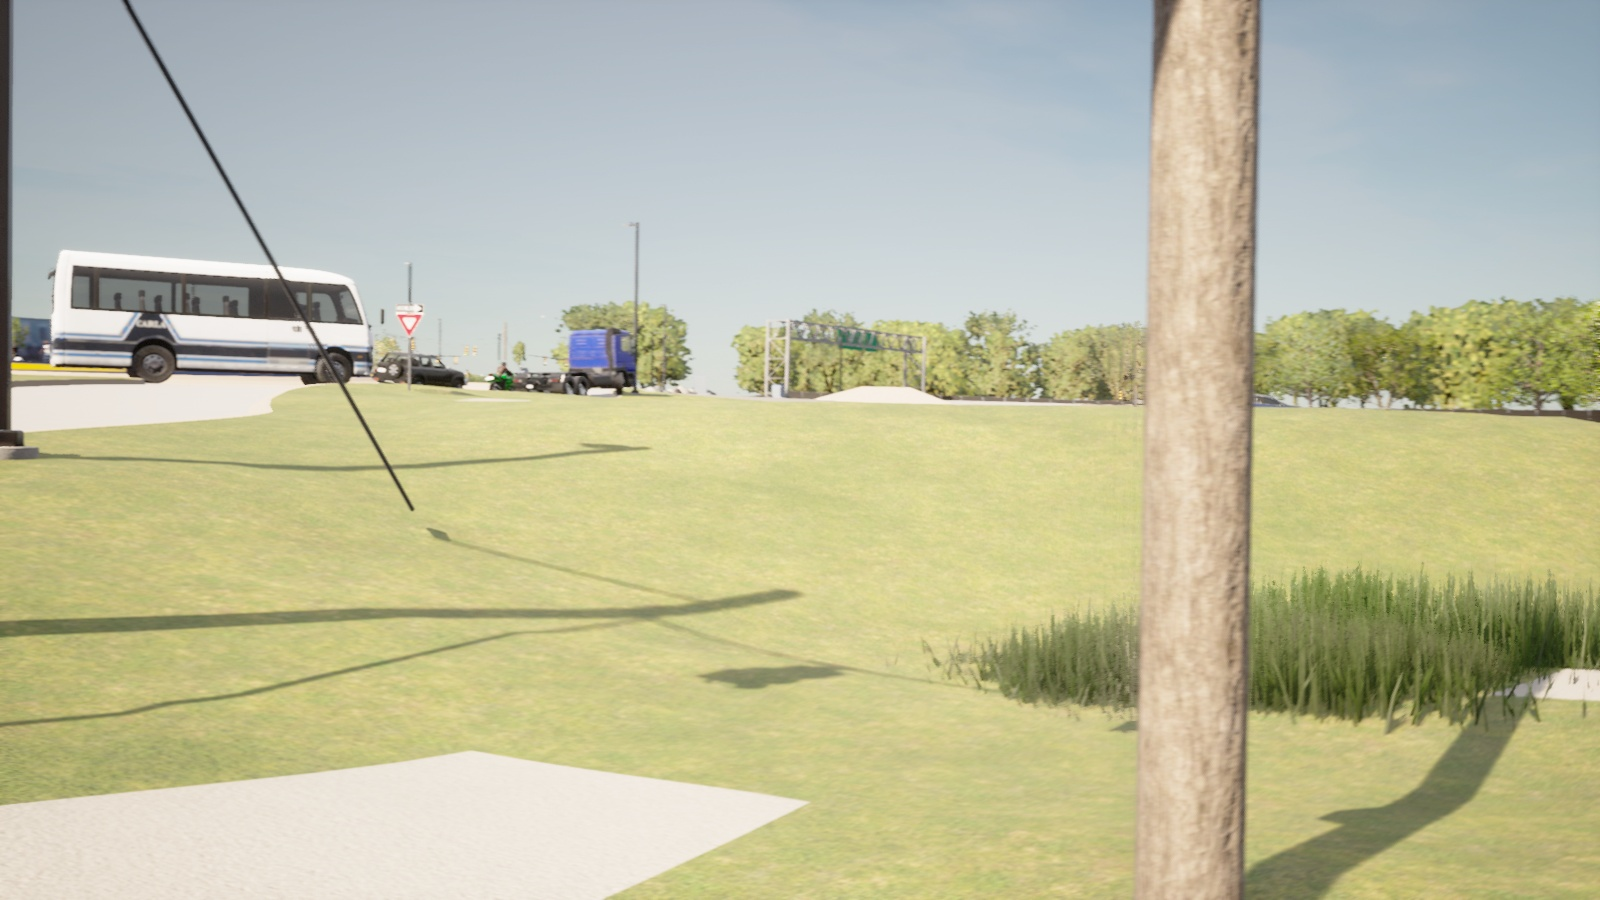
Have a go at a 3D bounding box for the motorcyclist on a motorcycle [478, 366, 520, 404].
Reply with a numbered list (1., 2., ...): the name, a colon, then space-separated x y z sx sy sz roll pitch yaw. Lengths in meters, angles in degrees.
1. motorcyclist on a motorcycle: -12.791 -2.761 53.416 0.797 1.523 2.044 0 1 17

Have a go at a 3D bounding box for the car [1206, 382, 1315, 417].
1. car: 23.623 -2.598 64.555 4.856 1.649 2.033 2 3 6

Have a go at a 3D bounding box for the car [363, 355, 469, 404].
1. car: -16.967 -3.082 55.701 1.932 1.855 4.605 7 4 20

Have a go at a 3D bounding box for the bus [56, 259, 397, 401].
1. bus: -19.784 -3.913 43.642 10.273 4.253 3.944 -1 1 -33

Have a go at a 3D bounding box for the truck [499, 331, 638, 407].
1. truck: -11.301 -4.109 62.292 2.891 3.462 7.936 -1 5 21
